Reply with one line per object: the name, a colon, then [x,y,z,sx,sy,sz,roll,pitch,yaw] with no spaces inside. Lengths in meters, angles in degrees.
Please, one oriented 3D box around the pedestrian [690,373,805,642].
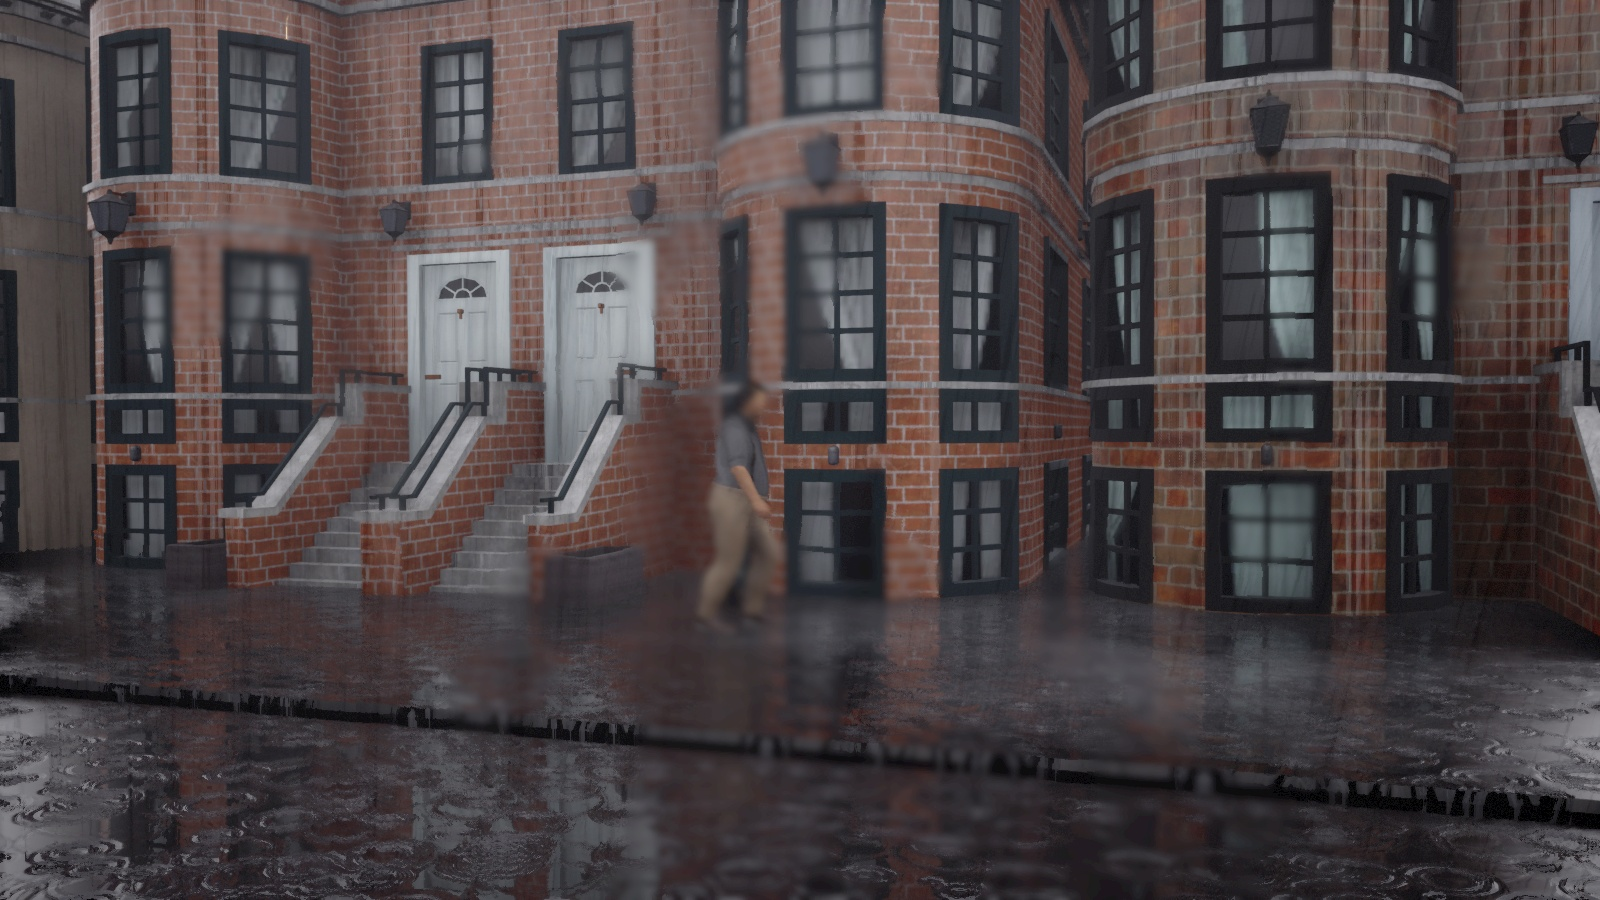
pedestrian: [-0.370,0.391,8.987,0.694,1.848,0.540,0,1,14]
